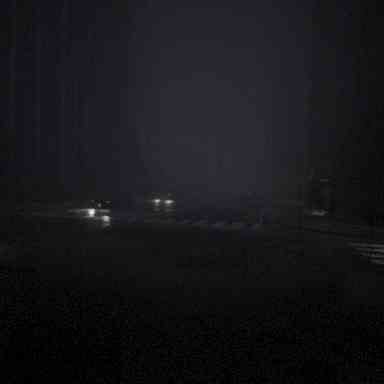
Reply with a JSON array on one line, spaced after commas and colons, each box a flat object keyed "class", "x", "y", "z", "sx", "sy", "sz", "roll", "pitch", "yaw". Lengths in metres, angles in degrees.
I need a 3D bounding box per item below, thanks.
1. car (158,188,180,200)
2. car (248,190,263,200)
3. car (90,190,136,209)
[{"class": "car", "x": -2.938, "y": 0.210, "z": 43.042, "sx": 1.837, "sy": 1.490, "sz": 4.892, "roll": 2, "pitch": 1, "yaw": 14}, {"class": "car", "x": 9.271, "y": 0.450, "z": 48.219, "sx": 1.994, "sy": 1.385, "sz": 4.181, "roll": 2, "pitch": 2, "yaw": 14}, {"class": "car", "x": -6.523, "y": 0.581, "z": 28.302, "sx": 2.033, "sy": 1.411, "sz": 5.357, "roll": 2, "pitch": 2, "yaw": 14}]
